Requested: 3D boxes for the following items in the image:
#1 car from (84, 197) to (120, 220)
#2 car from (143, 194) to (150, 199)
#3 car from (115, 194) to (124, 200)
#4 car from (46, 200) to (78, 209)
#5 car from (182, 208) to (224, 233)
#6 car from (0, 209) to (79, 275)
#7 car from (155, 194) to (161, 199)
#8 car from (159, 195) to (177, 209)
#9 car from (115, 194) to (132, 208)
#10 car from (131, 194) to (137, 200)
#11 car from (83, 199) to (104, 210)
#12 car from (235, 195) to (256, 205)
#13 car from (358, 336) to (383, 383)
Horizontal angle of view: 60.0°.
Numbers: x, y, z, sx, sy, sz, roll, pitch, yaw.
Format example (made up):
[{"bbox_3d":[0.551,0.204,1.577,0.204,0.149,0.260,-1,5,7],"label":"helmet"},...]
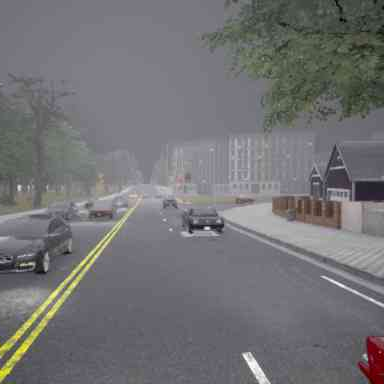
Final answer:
[{"bbox_3d":[-7.386,1.450,27.883,1.882,1.535,5.008,0,0,-8],"label":"car"},{"bbox_3d":[-11.893,1.183,86.638,2.033,1.411,5.357,0,1,-8],"label":"car"},{"bbox_3d":[-17.858,1.210,82.223,1.812,1.442,4.674,0,1,-8],"label":"car"},{"bbox_3d":[-10.569,1.477,27.164,1.837,1.490,4.892,0,0,-8],"label":"car"},{"bbox_3d":[0.492,1.586,19.555,1.895,1.301,4.718,0,0,-8],"label":"car"},{"bbox_3d":[-5.038,1.497,10.390,1.837,1.490,4.892,0,0,-8],"label":"car"},{"bbox_3d":[-8.718,1.164,87.415,1.812,1.442,4.674,0,1,-8],"label":"car"},{"bbox_3d":[-3.091,1.460,45.481,1.837,1.490,4.892,0,0,-8],"label":"car"},{"bbox_3d":[-9.884,1.440,46.511,2.128,1.511,4.902,0,0,-8],"label":"car"},{"bbox_3d":[-14.693,1.158,83.068,1.882,1.535,5.008,0,1,-8],"label":"car"},{"bbox_3d":[-12.729,1.554,43.266,1.895,1.301,4.718,0,0,-8],"label":"car"},{"bbox_3d":[8.764,1.246,54.093,1.882,1.535,5.008,1,2,32],"label":"car"},{"bbox_3d":[2.847,1.601,1.261,1.895,1.301,4.718,0,0,-8],"label":"car"}]
